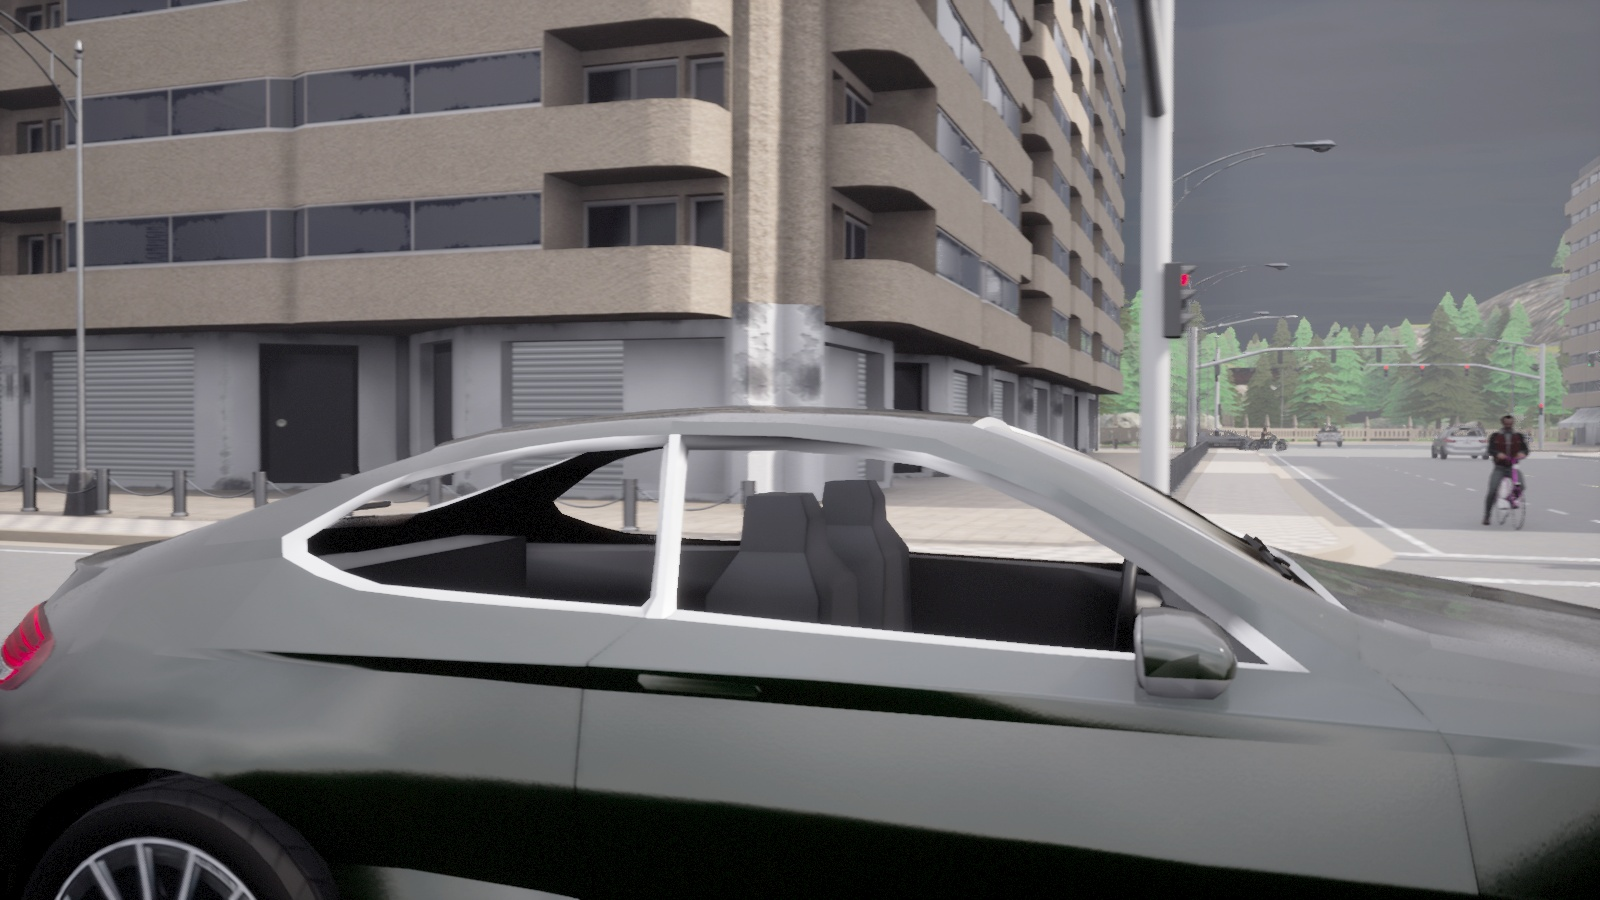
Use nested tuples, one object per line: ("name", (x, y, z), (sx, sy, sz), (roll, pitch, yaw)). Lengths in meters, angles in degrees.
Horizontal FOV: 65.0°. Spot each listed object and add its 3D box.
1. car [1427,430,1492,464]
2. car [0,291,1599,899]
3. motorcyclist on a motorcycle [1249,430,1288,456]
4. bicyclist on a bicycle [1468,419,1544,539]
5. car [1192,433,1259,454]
("car", (33.962, -0.195, 64.786), (2.242, 1.667, 4.611), (1, 1, 19))
("car", (0.364, 0.552, 3.296), (5.027, 1.651, 2.152), (0, 1, 14))
("motorcyclist on a motorcycle", (30.891, -0.446, 82.860), (2.350, 1.649, 0.766), (1, 1, 19))
("bicyclist on a bicycle", (10.945, 0.418, 19.515), (0.659, 1.776, 1.843), (1, 1, 18))
("car", (29.604, -0.453, 87.451), (4.193, 1.474, 1.816), (0, 1, 11))
